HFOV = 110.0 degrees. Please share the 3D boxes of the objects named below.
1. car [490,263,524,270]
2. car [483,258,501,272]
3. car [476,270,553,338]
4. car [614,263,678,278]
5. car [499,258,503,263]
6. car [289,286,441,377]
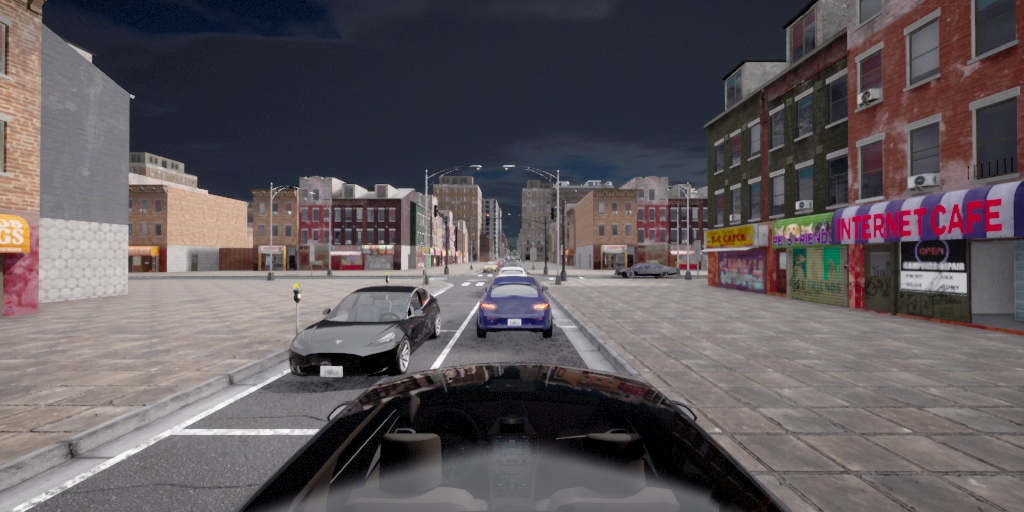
[{"bbox_3d":[-0.003,1.284,19.234,1.812,1.442,4.674,0,0,0],"label":"car"},{"bbox_3d":[-2.688,1.322,45.018,1.751,1.417,4.829,0,0,0],"label":"car"},{"bbox_3d":[0.069,1.278,10.100,1.812,1.442,4.674,0,0,0],"label":"car"},{"bbox_3d":[12.282,1.304,33.022,5.357,1.411,2.033,0,0,0],"label":"car"},{"bbox_3d":[-2.694,1.354,50.793,1.888,1.381,4.507,0,0,0],"label":"car"},{"bbox_3d":[-2.644,1.317,7.420,1.948,1.339,4.313,0,0,0],"label":"car"}]
